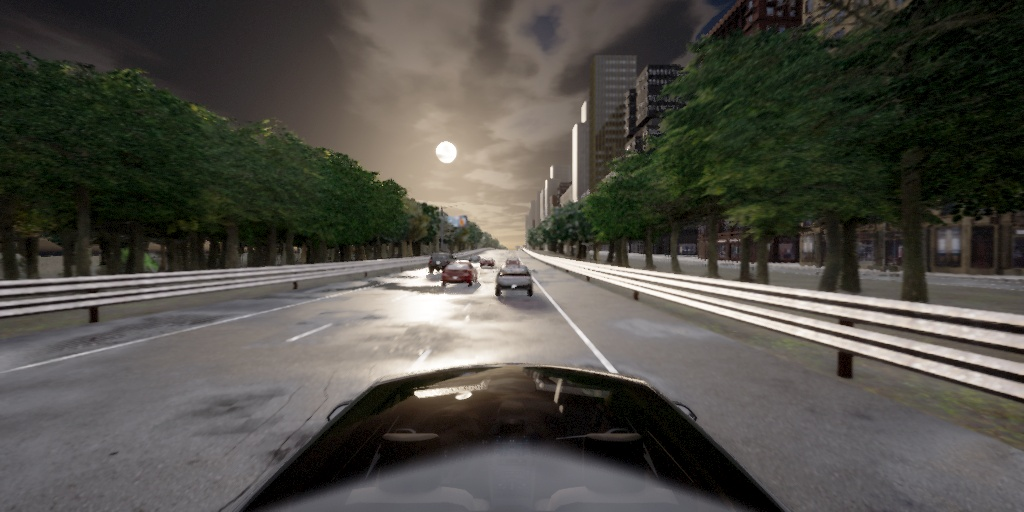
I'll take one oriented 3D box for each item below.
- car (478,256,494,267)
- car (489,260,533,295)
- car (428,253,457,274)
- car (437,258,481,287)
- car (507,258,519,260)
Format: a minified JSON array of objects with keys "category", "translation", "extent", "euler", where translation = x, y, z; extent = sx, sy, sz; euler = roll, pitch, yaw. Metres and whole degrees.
[{"category":"car","translation":[-3.391,0.835,50.335],"extent":[1.895,1.301,4.718],"euler":[0,1,0]},{"category":"car","translation":[0.103,1.184,19.127],"extent":[2.128,1.511,4.902],"euler":[0,1,0]},{"category":"car","translation":[-6.895,0.695,36.231],"extent":[2.150,2.045,5.566],"euler":[0,1,0]},{"category":"car","translation":[-3.395,1.124,23.864],"extent":[1.882,1.535,5.008],"euler":[0,1,0]},{"category":"car","translation":[0.107,0.859,48.876],"extent":[1.895,1.301,4.718],"euler":[0,1,0]}]
